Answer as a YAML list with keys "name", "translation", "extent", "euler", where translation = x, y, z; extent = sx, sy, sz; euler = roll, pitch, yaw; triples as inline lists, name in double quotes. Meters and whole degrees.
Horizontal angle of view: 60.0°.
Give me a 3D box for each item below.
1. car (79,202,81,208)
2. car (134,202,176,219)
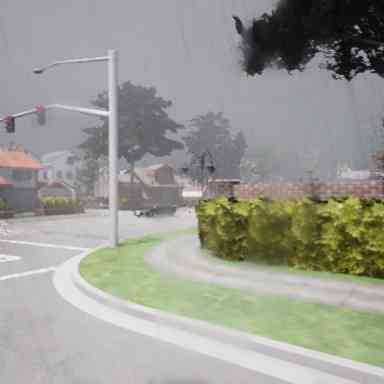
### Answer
- name: "car"
  translation: [-16.226, 1.561, 43.601]
  extent: [3.806, 1.475, 1.970]
  euler: [-1, 0, 36]
- name: "car"
  translation: [-3.562, 1.713, 32.407]
  extent: [2.128, 1.511, 4.902]
  euler: [-1, 0, 35]
